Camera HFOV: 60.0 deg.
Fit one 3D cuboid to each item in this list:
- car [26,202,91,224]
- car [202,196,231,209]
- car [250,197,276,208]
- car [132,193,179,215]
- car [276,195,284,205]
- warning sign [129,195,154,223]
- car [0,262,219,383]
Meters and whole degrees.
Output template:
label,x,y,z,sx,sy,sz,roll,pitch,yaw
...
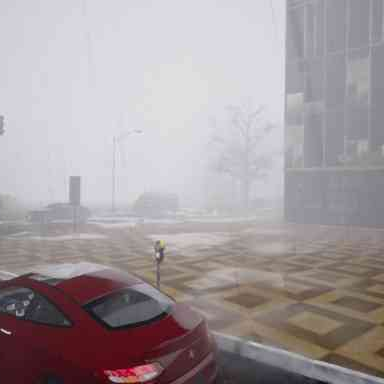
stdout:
label,x,y,z,sx,sy,sz,roll,pitch,yaw
car,-9.622,1.475,24.314,1.812,1.442,4.674,1,1,36
car,3.253,1.264,43.013,2.097,1.767,4.553,1,1,35
car,9.709,1.468,46.892,1.812,1.442,4.674,1,1,35
car,-3.513,1.154,33.185,2.150,2.045,5.566,1,1,35
car,15.268,1.275,55.066,2.097,1.767,4.553,1,1,34
warning sign,-3.488,1.141,22.950,1.300,1.860,1.060,1,1,34
car,-1.660,1.581,4.209,4.206,1.307,1.802,0,1,36
